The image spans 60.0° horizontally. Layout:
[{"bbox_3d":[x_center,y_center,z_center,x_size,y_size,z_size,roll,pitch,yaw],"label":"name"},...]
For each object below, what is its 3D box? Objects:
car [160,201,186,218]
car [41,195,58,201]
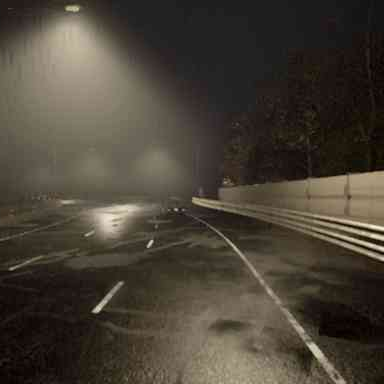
[{"bbox_3d":[-1.785,1.541,30.208,2.033,1.411,5.357,0,0,-10],"label":"car"},{"bbox_3d":[-35.053,1.460,82.683,1.994,1.385,4.181,0,0,-44],"label":"car"}]
